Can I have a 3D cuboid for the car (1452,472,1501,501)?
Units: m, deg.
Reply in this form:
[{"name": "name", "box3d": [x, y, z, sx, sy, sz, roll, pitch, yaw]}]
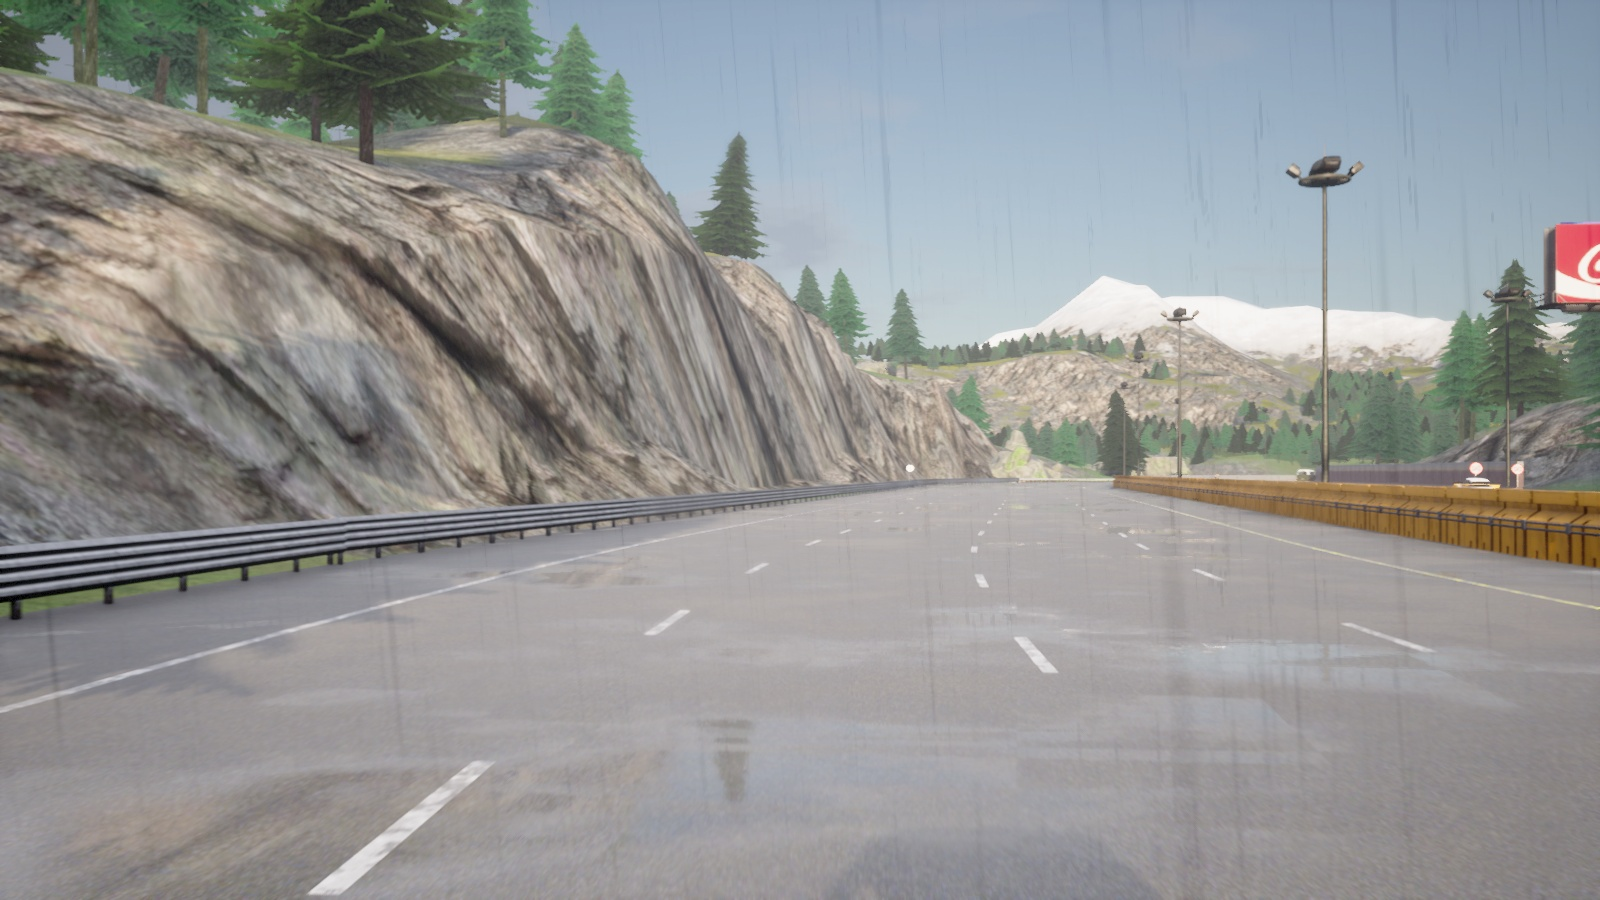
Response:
[{"name": "car", "box3d": [33.093, 1.775, 61.459, 1.481, 1.376, 2.207, 0, -1, 10]}]
